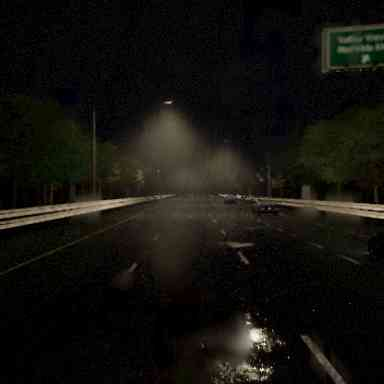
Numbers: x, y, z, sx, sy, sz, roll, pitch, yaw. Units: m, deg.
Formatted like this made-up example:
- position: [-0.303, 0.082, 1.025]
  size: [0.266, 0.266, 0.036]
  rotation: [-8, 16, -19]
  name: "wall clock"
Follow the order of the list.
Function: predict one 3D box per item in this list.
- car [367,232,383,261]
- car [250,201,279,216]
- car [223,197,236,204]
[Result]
- position: [7.001, 1.566, 9.713]
  size: [1.994, 1.385, 4.181]
  rotation: [0, 0, 0]
  name: "car"
- position: [7.003, 1.544, 32.480]
  size: [2.033, 1.411, 5.357]
  rotation: [0, 0, 0]
  name: "car"
- position: [7.006, 1.564, 62.405]
  size: [1.994, 1.385, 4.181]
  rotation: [0, 0, 0]
  name: "car"
